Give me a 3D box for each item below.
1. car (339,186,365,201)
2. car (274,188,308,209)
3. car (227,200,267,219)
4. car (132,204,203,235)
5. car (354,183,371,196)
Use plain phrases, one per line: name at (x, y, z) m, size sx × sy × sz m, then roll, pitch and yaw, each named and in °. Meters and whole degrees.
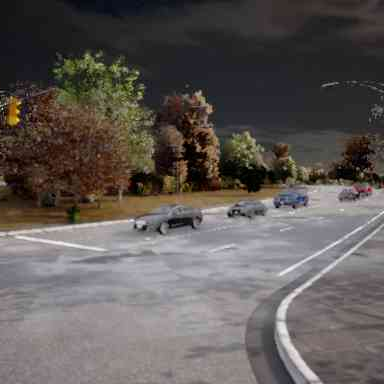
car at (20.184, 0.387, 42.553) m, size 2.033 × 1.411 × 5.357 m, roll 0°, pitch 3°, yaw 35°
car at (10.722, 0.603, 35.728) m, size 2.150 × 2.045 × 5.566 m, roll 0°, pitch 3°, yaw 36°
car at (4.538, 1.345, 27.199) m, size 1.994 × 1.385 × 4.181 m, roll 0°, pitch 2°, yaw 35°
car at (-1.284, 1.479, 19.134) m, size 2.128 × 1.511 × 4.902 m, roll 0°, pitch 1°, yaw 36°
car at (26.018, -0.434, 51.015) m, size 2.150 × 2.045 × 5.566 m, roll 0°, pitch 3°, yaw 33°
